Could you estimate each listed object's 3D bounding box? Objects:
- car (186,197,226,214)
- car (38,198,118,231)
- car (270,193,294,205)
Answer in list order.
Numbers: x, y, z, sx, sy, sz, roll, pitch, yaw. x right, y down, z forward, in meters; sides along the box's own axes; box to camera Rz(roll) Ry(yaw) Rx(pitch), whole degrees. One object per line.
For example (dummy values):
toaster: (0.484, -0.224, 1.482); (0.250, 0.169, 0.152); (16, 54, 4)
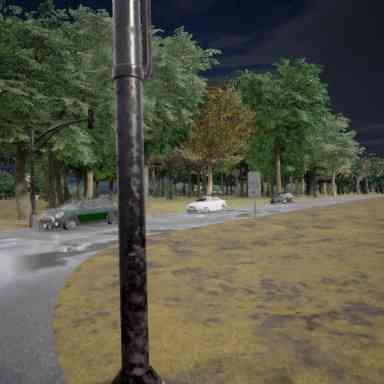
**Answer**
car: (1.380, 1.158, 29.972); (1.812, 1.442, 4.674); (-3, -1, 37)
car: (-6.502, 1.193, 19.330); (2.097, 1.767, 4.553); (-3, -1, 34)
car: (11.929, 0.874, 43.790); (1.837, 1.490, 4.892); (-3, -1, 38)
